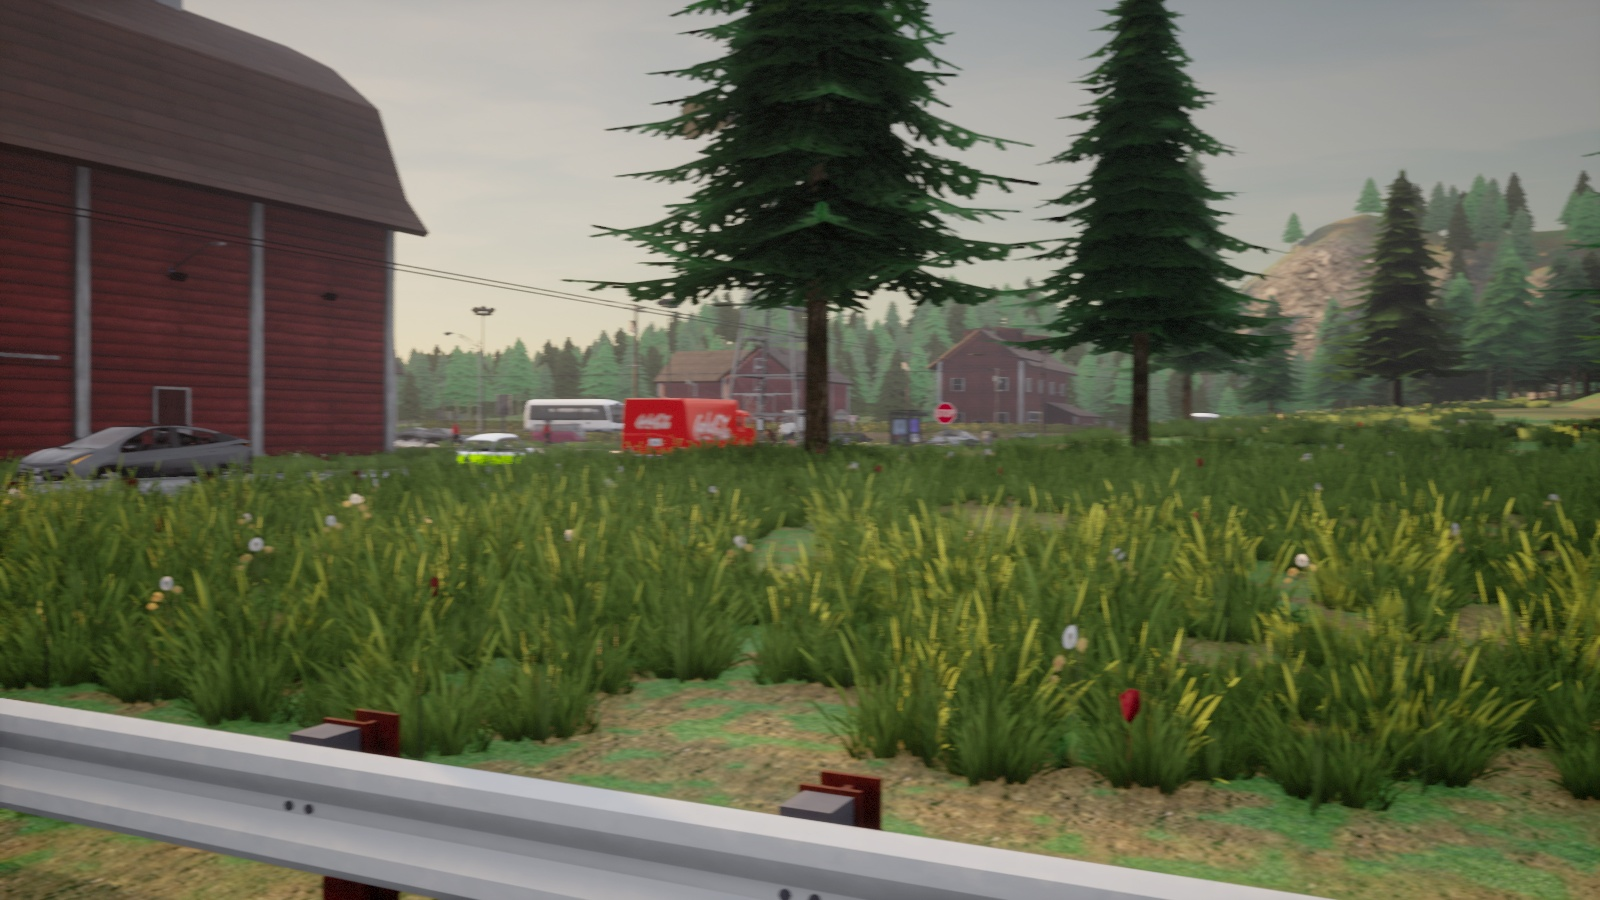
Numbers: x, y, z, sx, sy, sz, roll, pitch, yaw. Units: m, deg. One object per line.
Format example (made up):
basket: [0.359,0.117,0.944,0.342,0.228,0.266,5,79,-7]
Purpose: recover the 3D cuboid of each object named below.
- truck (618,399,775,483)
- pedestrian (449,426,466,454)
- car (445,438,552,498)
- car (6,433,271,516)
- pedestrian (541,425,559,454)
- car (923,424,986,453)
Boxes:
truck: [-3.146,-0.311,39.560,2.627,2.467,5.204,0,1,25]
pedestrian: [-22.956,-0.660,84.235,0.899,1.844,0.634,0,1,25]
car: [-7.348,0.410,30.722,1.481,1.376,2.207,0,1,25]
car: [-13.493,0.439,25.948,2.007,1.525,4.514,0,1,25]
pedestrian: [-16.227,-0.686,81.466,0.899,1.844,0.634,0,1,30]
car: [9.081,-0.696,73.424,2.152,1.651,5.027,0,1,25]
